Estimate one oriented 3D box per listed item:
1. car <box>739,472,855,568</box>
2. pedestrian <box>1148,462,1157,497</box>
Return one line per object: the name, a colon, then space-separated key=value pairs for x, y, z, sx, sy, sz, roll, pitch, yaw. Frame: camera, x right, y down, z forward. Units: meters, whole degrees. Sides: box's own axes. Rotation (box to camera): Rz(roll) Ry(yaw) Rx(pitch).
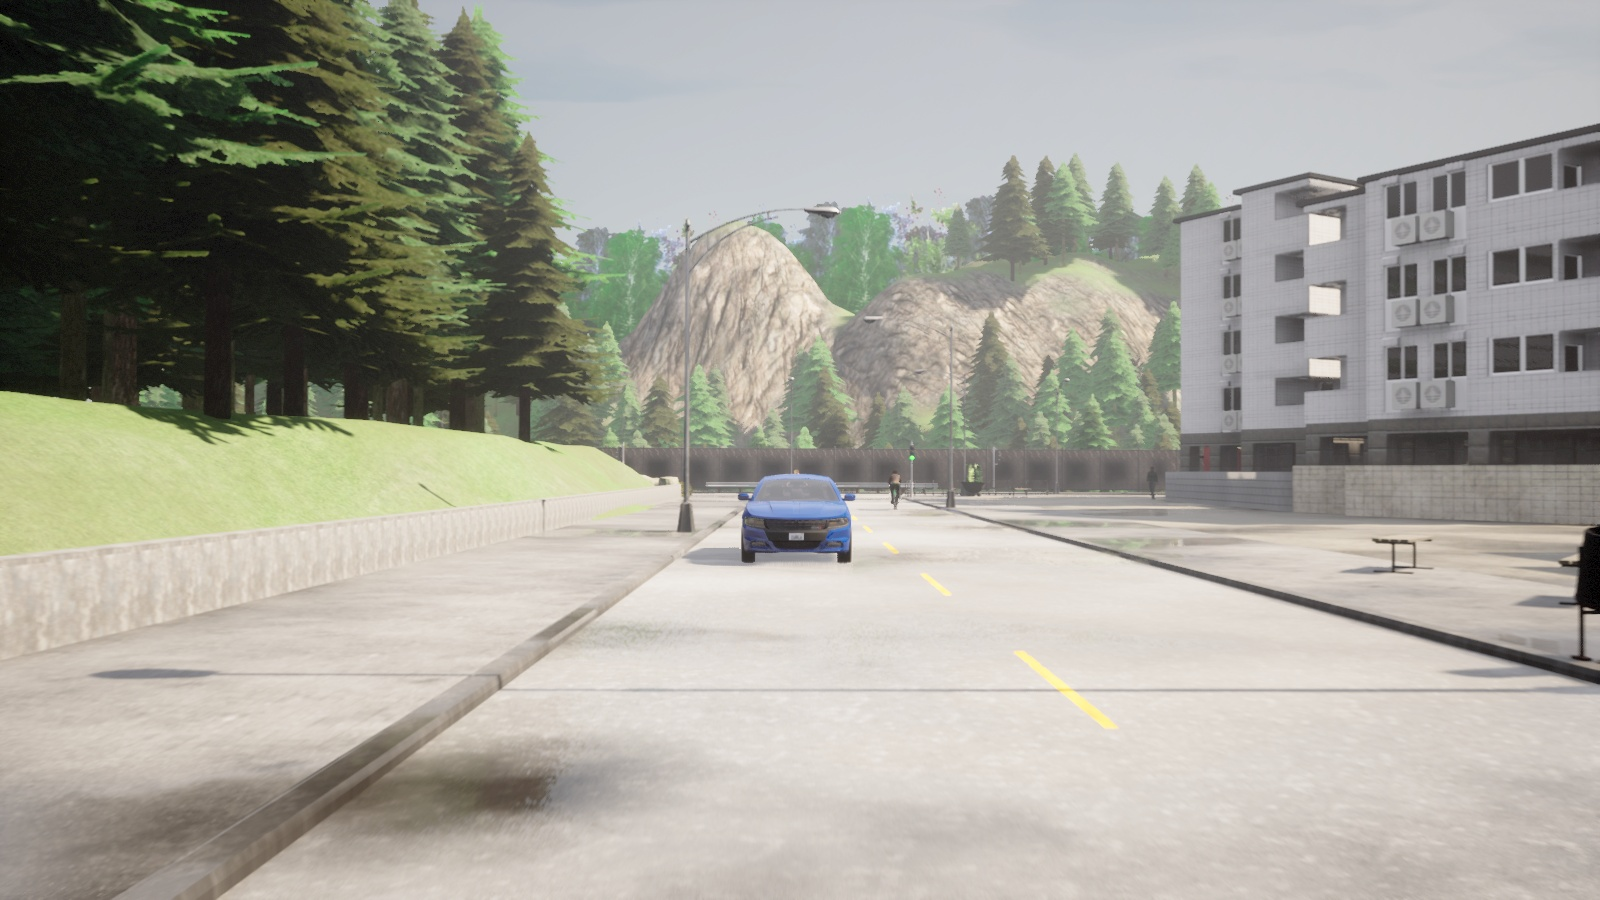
car: x=-0.053 y=1.175 z=22.868 sx=1.882 sy=1.535 sz=5.008 roll=0 pitch=-1 yaw=0
pedestrian: x=18.712 y=1.566 z=66.670 sx=0.353 sy=1.847 sz=0.614 roll=-1 pitch=-1 yaw=27
